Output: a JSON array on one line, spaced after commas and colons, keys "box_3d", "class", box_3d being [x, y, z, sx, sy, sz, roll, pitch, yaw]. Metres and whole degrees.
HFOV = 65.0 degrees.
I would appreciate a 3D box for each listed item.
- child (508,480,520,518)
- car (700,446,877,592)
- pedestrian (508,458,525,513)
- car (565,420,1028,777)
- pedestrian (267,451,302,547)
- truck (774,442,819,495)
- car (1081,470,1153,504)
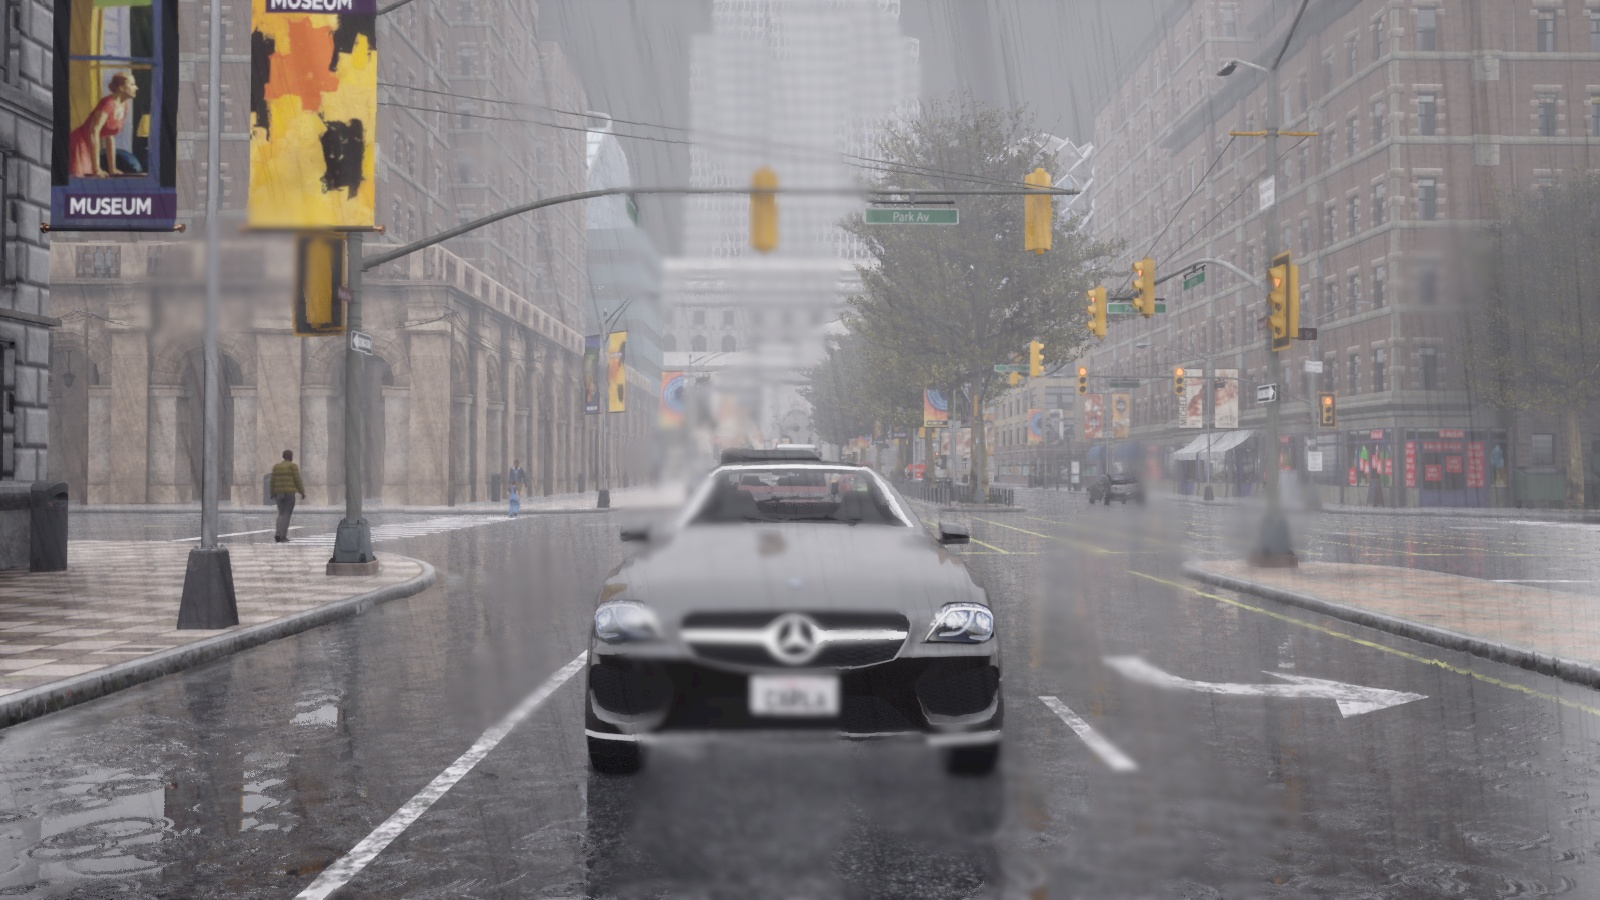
[{"box_3d": [-9.573, 1.641, 42.032, 0.270, 1.263, 0.437, 0, -1, 5], "class": "child"}, {"box_3d": [-0.294, 0.918, 18.273, 1.905, 1.878, 3.866, 0, -1, -11], "class": "car"}, {"box_3d": [-10.159, 1.267, 45.062, 0.423, 1.949, 0.788, 0, -1, 2], "class": "pedestrian"}, {"box_3d": [-0.025, 0.733, 8.363, 2.152, 1.651, 5.027, 0, -1, 0], "class": "car"}, {"box_3d": [-9.956, 0.938, 24.269, 0.370, 1.835, 0.726, 0, -1, 1], "class": "pedestrian"}, {"box_3d": [-0.243, 1.265, 85.601, 2.891, 3.462, 7.936, 0, -1, 0], "class": "truck"}, {"box_3d": [14.838, 1.700, 59.012, 2.128, 1.511, 4.902, 0, -1, 0], "class": "car"}]
